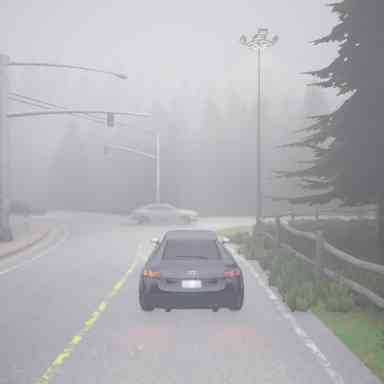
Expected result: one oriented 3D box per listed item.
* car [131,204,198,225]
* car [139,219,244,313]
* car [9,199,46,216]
[{"bbox_3d":[-1.938,1.543,23.267,4.674,1.442,1.812,0,1,5],"label":"car"},{"bbox_3d":[-0.029,1.564,7.775,1.994,1.385,4.181,0,0,-1],"label":"car"},{"bbox_3d":[-16.167,1.504,32.180,4.892,1.490,1.837,0,0,31],"label":"car"}]
